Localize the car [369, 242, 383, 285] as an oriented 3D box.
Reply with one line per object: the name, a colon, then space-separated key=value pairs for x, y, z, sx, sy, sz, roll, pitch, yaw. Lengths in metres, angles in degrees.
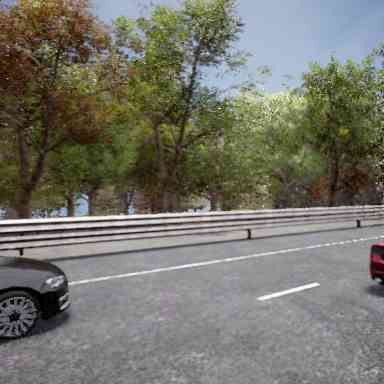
car: x=6.392 y=1.512 z=8.257 sx=5.008 sy=1.535 sz=1.882 roll=0 pitch=0 yaw=-35

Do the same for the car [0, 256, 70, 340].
car: x=-4.402 y=1.487 z=4.898 sx=4.902 sy=1.511 sz=2.128 roll=0 pitch=0 yaw=-36
